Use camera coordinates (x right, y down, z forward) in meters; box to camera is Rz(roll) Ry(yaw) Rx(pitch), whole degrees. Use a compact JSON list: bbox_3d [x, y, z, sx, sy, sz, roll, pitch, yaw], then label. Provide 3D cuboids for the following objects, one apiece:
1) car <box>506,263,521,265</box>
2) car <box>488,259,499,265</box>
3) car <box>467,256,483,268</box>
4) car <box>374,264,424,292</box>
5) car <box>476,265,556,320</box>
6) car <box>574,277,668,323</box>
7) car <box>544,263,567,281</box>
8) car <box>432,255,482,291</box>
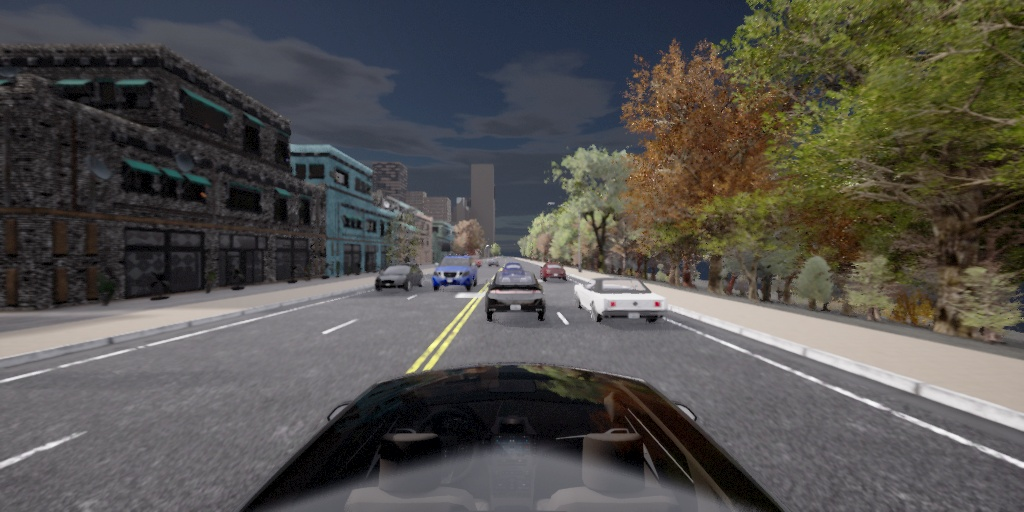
[{"bbox_3d":[0.109,1.277,29.795,1.812,1.442,4.674,0,0,0],"label":"car"},{"bbox_3d":[-3.255,1.300,63.497,2.033,1.411,5.357,0,0,1],"label":"car"},{"bbox_3d":[-6.508,0.975,63.446,2.150,2.045,5.566,0,0,1],"label":"car"},{"bbox_3d":[-6.594,1.257,21.459,1.837,1.490,4.892,0,0,0],"label":"car"},{"bbox_3d":[0.105,1.242,12.575,2.128,1.511,4.902,0,0,0],"label":"car"},{"bbox_3d":[3.353,1.351,12.068,1.895,1.301,4.718,0,0,0],"label":"car"},{"bbox_3d":[3.358,1.277,29.784,1.812,1.442,4.674,0,0,0],"label":"car"},{"bbox_3d":[-3.344,0.973,22.034,2.150,2.045,5.566,0,0,0],"label":"car"}]
